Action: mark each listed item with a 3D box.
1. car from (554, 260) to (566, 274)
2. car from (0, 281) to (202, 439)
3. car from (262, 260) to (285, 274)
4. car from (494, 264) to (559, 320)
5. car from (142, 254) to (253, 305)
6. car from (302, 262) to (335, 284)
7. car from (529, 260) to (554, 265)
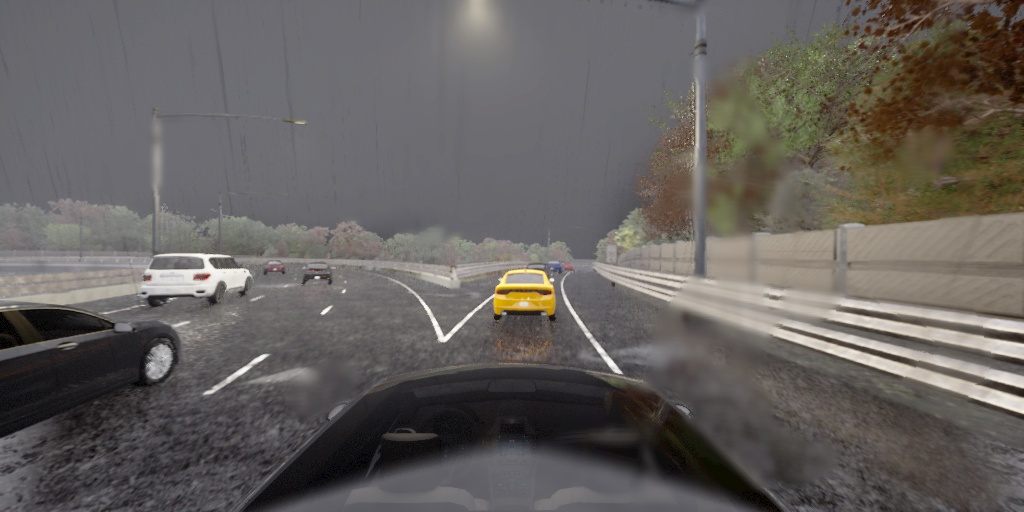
[{"bbox_3d":[4.948,1.235,42.041,1.882,1.535,5.008,0,-1,11],"label":"car"},{"bbox_3d":[-5.935,1.239,3.862,1.837,1.490,4.892,0,0,-14],"label":"car"},{"bbox_3d":[-25.492,1.180,38.463,1.812,1.442,4.674,0,0,-35],"label":"car"},{"bbox_3d":[0.498,1.217,12.721,1.882,1.535,5.008,0,0,4],"label":"car"},{"bbox_3d":[-13.159,0.928,15.381,2.150,2.045,5.566,0,0,-21],"label":"car"},{"bbox_3d":[-14.198,1.197,26.320,1.837,1.490,4.892,0,0,-26],"label":"car"},{"bbox_3d":[1.873,1.234,25.768,1.837,1.490,4.892,0,0,8],"label":"car"}]
